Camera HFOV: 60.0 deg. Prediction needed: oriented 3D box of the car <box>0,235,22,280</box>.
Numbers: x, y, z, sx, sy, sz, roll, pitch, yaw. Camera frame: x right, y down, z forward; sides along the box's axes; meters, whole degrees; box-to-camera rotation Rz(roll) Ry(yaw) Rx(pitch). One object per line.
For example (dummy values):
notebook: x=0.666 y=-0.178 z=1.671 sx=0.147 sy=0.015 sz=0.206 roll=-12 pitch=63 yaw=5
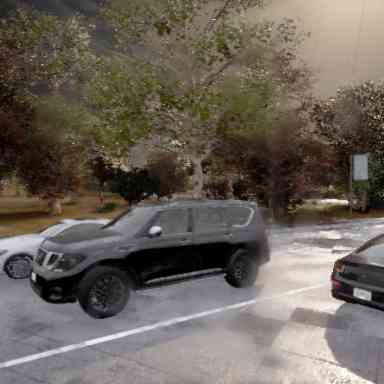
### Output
car: x=-3.508 y=1.507 z=9.943 sx=4.674 sy=1.442 sz=1.812 roll=0 pitch=0 yaw=-34

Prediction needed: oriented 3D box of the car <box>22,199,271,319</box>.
car: x=-0.623 y=1.212 z=7.692 sx=5.566 sy=2.045 sz=2.150 roll=0 pitch=0 yaw=-34

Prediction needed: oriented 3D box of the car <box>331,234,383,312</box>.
car: x=4.749 y=1.533 z=6.774 sx=4.674 sy=1.442 sz=1.812 roll=0 pitch=0 yaw=-33
